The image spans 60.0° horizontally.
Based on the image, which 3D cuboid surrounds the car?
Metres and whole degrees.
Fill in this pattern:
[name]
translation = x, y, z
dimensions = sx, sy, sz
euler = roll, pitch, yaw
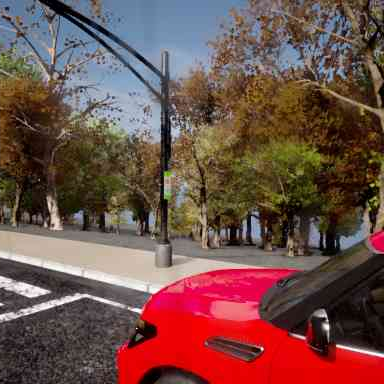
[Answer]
[car]
translation = 1.997, 1.222, 2.289
dimensions = 5.566, 2.045, 2.150
euler = 0, 0, 34
